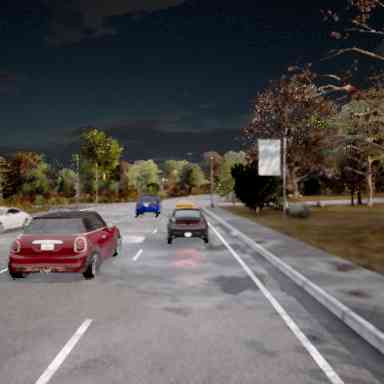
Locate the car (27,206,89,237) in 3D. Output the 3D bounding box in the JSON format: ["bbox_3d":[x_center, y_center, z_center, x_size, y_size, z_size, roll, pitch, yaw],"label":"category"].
[{"bbox_3d":[-7.484,1.601,19.054,1.994,1.385,4.181,0,0,-2],"label":"car"}]

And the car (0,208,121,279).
[{"bbox_3d":[-3.586,1.368,10.274,2.097,1.767,4.553,0,0,-1],"label":"car"}]

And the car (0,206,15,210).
[{"bbox_3d":[-10.983,1.566,18.929,1.812,1.442,4.674,0,0,-1],"label":"car"}]

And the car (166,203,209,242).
[{"bbox_3d":[-0.223,1.528,16.367,1.837,1.490,4.892,0,0,-1],"label":"car"}]

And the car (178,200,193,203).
[{"bbox_3d":[-0.686,1.573,34.224,1.882,1.535,5.008,0,0,-1],"label":"car"}]

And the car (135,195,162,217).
[{"bbox_3d":[-4.142,1.309,32.375,2.150,2.045,5.566,0,0,-2],"label":"car"}]
